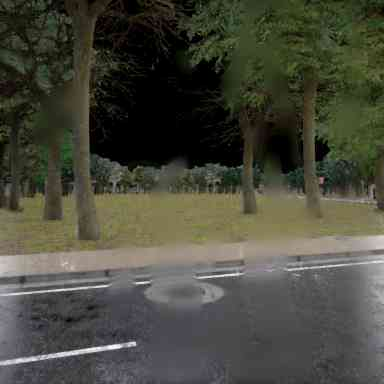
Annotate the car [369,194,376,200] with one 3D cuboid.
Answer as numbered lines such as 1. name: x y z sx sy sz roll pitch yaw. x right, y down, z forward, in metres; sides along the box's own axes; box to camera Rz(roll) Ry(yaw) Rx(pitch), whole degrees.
1. car: 41.018 1.231 73.653 2.128 1.511 4.902 0 0 4

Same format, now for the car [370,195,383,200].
1. car: 44.754 1.295 79.771 1.895 1.301 4.718 0 0 4
